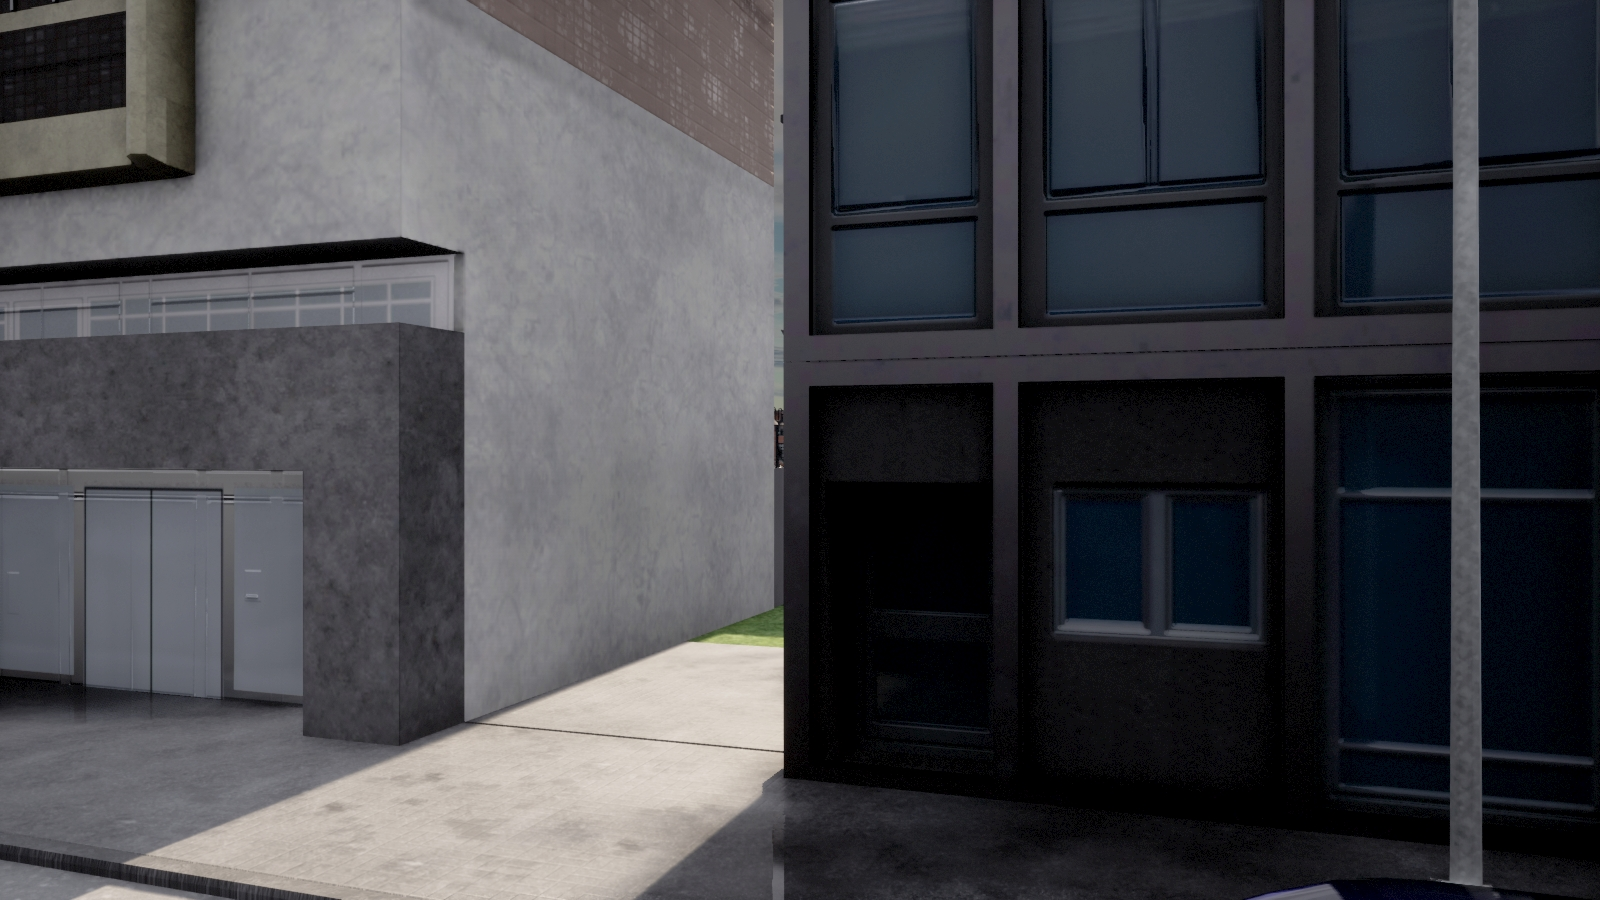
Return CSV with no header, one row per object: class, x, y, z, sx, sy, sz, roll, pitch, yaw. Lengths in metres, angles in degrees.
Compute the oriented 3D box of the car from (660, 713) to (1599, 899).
car,1.665,1.817,3.169,3.633,1.501,1.845,0,0,20
